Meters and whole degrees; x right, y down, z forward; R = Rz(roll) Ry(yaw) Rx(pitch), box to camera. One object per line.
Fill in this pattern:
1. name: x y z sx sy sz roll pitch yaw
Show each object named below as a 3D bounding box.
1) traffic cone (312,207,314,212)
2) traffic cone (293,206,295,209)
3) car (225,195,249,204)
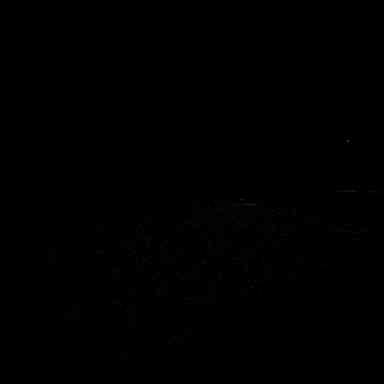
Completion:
1. traffic cone: 14.131 2.080 38.679 0.340 0.580 0.340 0 1 -7
2. traffic cone: 13.251 2.001 43.251 0.340 0.580 0.340 0 1 -14
3. car: 7.907 1.275 58.787 1.837 1.490 4.892 0 1 -35
